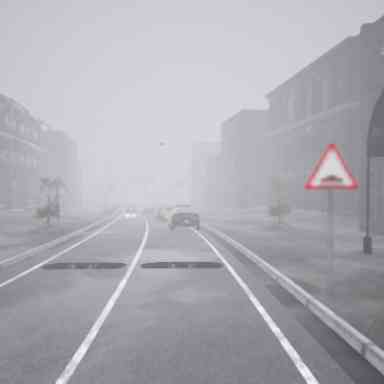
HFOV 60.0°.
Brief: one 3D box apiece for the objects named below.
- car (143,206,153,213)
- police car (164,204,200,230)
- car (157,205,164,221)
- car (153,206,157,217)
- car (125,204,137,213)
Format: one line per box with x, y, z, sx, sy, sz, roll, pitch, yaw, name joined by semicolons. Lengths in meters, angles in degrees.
-7.518;3.020;58.247;1.895;1.301;4.718;0;-1;-10;car
-0.638;1.666;22.944;1.930;1.638;5.238;0;-1;-7;police car
-2.154;1.978;33.030;1.801;1.575;5.366;0;-2;-10;car
-3.159;2.227;38.786;1.882;1.535;5.008;0;-2;-10;car
-10.566;2.931;58.014;2.128;1.511;4.902;0;-1;-9;car
